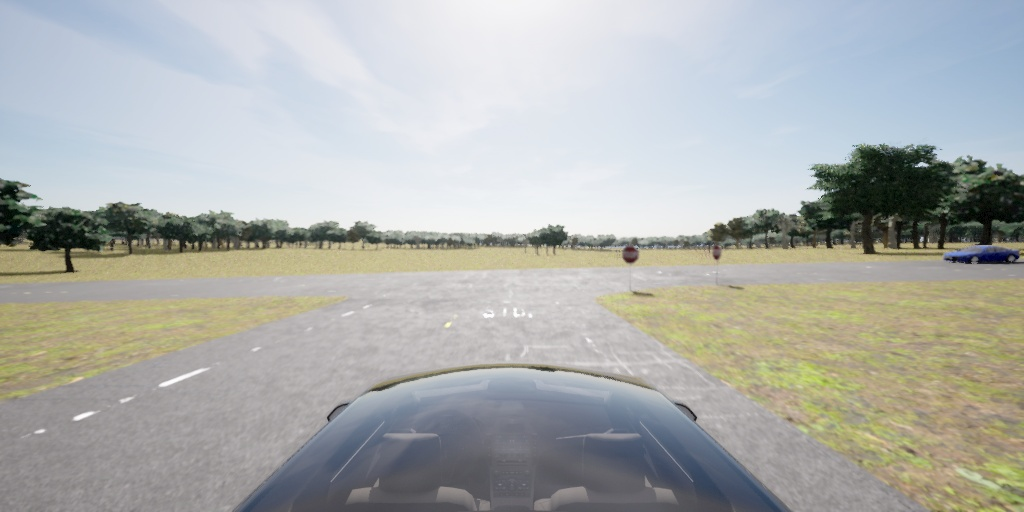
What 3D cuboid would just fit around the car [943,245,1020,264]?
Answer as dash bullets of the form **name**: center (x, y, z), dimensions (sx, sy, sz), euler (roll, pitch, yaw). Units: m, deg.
- **car**: center (40.207, -0.131, 30.809), dimensions (5.008, 1.535, 1.882), euler (-2, 3, 0)
